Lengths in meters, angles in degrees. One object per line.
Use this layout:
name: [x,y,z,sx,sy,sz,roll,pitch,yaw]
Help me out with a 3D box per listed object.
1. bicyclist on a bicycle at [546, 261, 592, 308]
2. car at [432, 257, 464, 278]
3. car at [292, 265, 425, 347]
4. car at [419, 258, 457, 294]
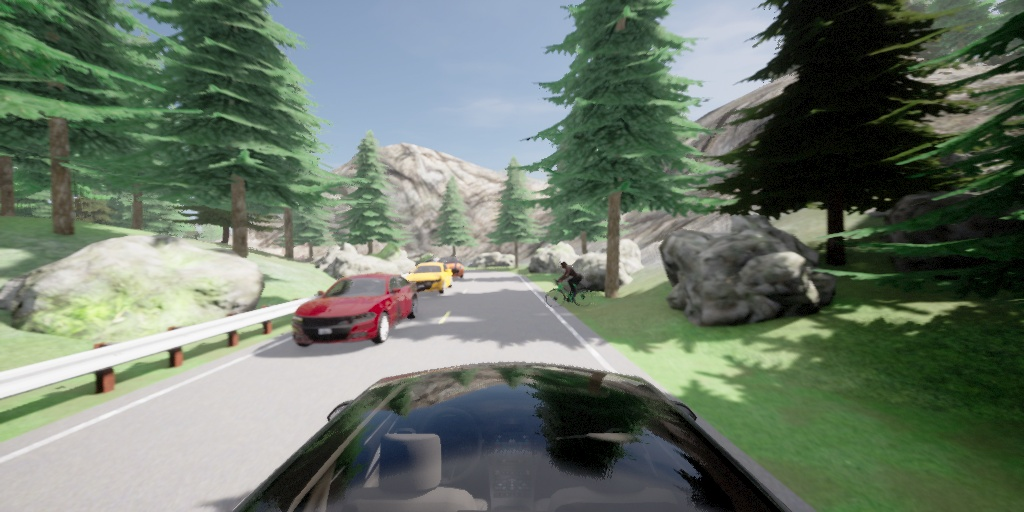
bicyclist on a bicycle: [1.970,1.001,12.467,1.656,1.620,0.582,-2,1,-3]
car: [-5.172,0.874,29.285,2.097,1.767,4.553,-2,1,-14]
car: [-3.895,1.221,9.728,1.882,1.535,5.008,-1,1,-3]
car: [-4.331,1.109,19.228,1.882,1.535,5.008,-1,1,-3]
